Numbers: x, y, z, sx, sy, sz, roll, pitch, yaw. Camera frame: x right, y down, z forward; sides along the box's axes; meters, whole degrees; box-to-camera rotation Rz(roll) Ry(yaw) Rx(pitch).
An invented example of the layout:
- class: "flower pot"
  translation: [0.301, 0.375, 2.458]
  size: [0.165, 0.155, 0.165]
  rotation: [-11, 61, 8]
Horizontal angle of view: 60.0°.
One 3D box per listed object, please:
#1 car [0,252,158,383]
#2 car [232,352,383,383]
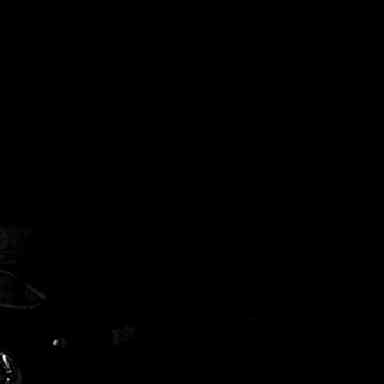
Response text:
- class: "car"
  translation: [-2.418, 1.560, 4.806]
  size: [4.313, 1.339, 1.947]
  rotation: [0, 0, 36]
- class: "car"
  translation: [2.079, 1.583, 1.598]
  size: [4.206, 1.307, 1.802]
  rotation: [0, 0, 36]
